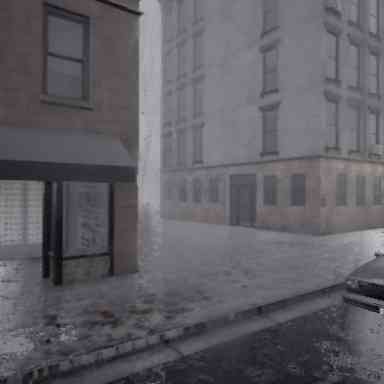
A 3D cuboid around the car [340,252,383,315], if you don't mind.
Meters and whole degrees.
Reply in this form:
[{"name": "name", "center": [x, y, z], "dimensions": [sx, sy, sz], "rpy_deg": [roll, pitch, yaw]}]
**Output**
[{"name": "car", "center": [5.313, 1.550, 6.862], "dimensions": [5.357, 1.411, 2.033], "rpy_deg": [0, 0, -35]}]
